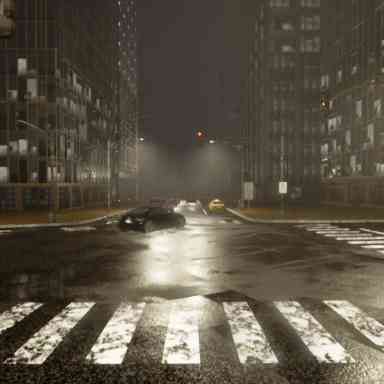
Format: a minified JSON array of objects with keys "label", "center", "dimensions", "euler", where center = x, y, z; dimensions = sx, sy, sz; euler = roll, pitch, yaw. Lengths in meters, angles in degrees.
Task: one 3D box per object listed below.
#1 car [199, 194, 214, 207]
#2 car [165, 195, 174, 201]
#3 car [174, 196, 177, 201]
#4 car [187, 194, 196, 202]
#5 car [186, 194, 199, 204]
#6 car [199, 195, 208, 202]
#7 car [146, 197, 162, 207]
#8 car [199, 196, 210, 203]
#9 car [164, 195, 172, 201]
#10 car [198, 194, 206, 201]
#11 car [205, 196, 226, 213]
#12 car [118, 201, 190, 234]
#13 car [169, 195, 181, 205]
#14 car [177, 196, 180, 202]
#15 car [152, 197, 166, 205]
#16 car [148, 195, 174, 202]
[{"label":"car","center":[2.624,1.281,51.895],"dimensions":[2.192,1.841,5.009],"euler":[-1,0,0]},{"label":"car","center":[-5.817,1.485,86.473],"dimensions":[1.947,1.339,4.313],"euler":[-1,0,0]},{"label":"car","center":[-3.161,1.455,40.468],"dimensions":[1.882,1.535,5.008],"euler":[0,0,0]},{"label":"car","center":[-0.125,1.249,72.707],"dimensions":[1.882,1.535,5.008],"euler":[0,0,0]},{"label":"car","center":[-0.108,1.553,62.734],"dimensions":[1.895,1.301,4.718],"euler":[0,0,0]},{"label":"car","center":[2.550,1.487,75.078],"dimensions":[2.008,1.369,4.403],"euler":[-1,0,0]},{"label":"car","center":[-5.929,1.531,52.430],"dimensions":[1.947,1.339,4.313],"euler":[-1,0,0]},{"label":"car","center":[2.559,1.509,69.404],"dimensions":[1.947,1.339,4.313],"euler":[-1,0,0]},{"label":"car","center":[-5.807,1.509,80.800],"dimensions":[1.802,1.307,4.206],"euler":[-1,0,0]},{"label":"car","center":[2.528,1.359,86.427],"dimensions":[1.967,1.590,4.097],"euler":[-1,0,0]},{"label":"car","center":[2.743,1.506,36.814],"dimensions":[1.752,1.417,4.829],"euler":[-1,0,0]},{"label":"car","center":[-2.191,1.491,18.998],"dimensions":[1.994,1.385,4.181],"euler":[2,2,35]},{"label":"car","center":[-3.126,1.432,60.954],"dimensions":[1.882,1.535,5.008],"euler":[0,0,0]},{"label":"car","center":[-3.152,1.568,50.479],"dimensions":[1.895,1.301,4.718],"euler":[0,0,0]},{"label":"car","center":[-5.769,1.524,58.105],"dimensions":[1.947,1.339,4.313],"euler":[-1,0,0]},{"label":"car","center":[-3.167,1.337,31.170],"dimensions":[2.097,1.767,4.553],"euler":[0,0,0]}]
